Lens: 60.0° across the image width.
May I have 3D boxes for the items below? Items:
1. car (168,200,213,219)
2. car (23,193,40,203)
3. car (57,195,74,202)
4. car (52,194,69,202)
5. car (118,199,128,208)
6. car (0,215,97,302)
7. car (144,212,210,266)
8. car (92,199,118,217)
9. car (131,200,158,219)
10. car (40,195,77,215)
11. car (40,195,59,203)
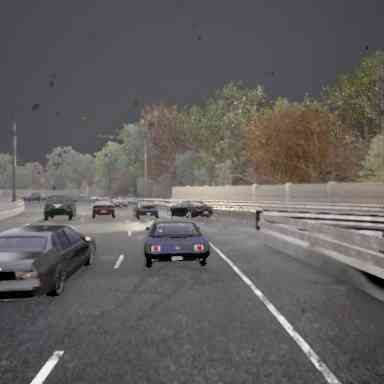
[{"bbox_3d":[-0.264,1.458,28.161,1.882,1.535,5.008,0,0,-34],"label":"car"},{"bbox_3d":[-33.410,1.159,69.372,2.150,2.045,5.566,0,0,-43],"label":"car"},{"bbox_3d":[-28.132,1.462,73.973,1.994,1.385,4.181,0,0,-43],"label":"car"},{"bbox_3d":[-30.023,1.415,76.061,2.097,1.767,4.553,0,0,-43],"label":"car"},{"bbox_3d":[-10.390,1.604,46.429,1.895,1.301,4.718,0,0,-25],"label":"car"},{"bbox_3d":[-3.841,1.556,8.456,2.033,1.411,5.357,0,0,-4],"label":"car"},{"bbox_3d":[-0.650,1.596,11.516,1.895,1.301,4.718,0,0,-6],"label":"car"},{"bbox_3d":[-8.183,1.488,30.674,1.882,1.535,5.008,0,0,-16],"label":"car"},{"bbox_3d":[-4.141,1.501,29.166,1.837,1.490,4.892,0,0,-16],"label":"car"},{"bbox_3d":[-11.060,1.243,28.131,2.150,2.045,5.566,0,0,-16],"label":"car"},{"bbox_3d":[-30.760,1.447,71.661,2.128,1.511,4.902,0,0,-43],"label":"car"}]
